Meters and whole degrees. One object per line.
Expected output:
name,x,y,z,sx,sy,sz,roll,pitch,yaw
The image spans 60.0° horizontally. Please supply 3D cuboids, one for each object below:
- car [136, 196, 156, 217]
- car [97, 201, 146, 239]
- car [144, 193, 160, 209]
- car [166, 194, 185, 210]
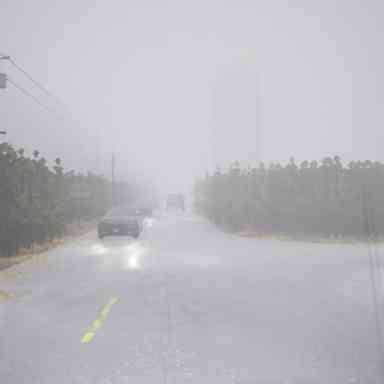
car,-4.675,1.465,31.320,1.882,1.535,5.008,0,0,-5
car,-3.654,1.471,17.483,1.882,1.535,5.008,0,0,-5
car,-5.526,1.206,44.575,2.150,2.045,5.566,0,0,-2
car,-2.056,1.204,41.737,2.150,2.045,5.566,0,0,-3
